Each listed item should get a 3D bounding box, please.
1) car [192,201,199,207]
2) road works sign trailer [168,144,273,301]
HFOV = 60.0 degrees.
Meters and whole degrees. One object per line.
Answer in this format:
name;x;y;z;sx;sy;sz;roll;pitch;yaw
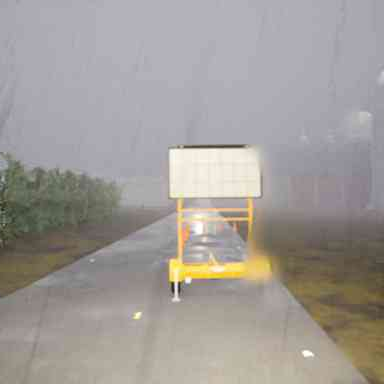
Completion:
car;0.865;3.135;88.678;2.033;1.411;5.357;-1;-1;2
road works sign trailer;0.592;0.576;8.657;2.380;3.560;2.880;-1;-1;-2
